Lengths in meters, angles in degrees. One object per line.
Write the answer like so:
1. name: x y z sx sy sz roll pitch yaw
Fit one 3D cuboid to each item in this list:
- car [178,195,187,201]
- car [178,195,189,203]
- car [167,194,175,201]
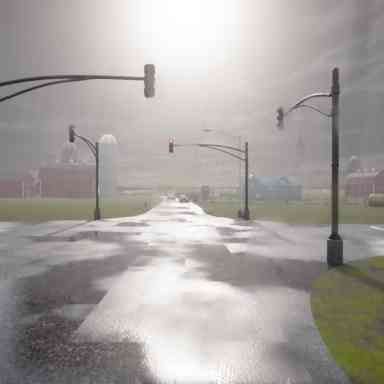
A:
1. car: -2.297 1.463 79.874 1.837 1.490 4.892 0 0 -4
2. car: -1.690 1.624 69.889 1.895 1.301 4.718 0 0 -3
3. car: -4.676 1.182 73.890 1.812 1.442 4.674 0 0 -3
